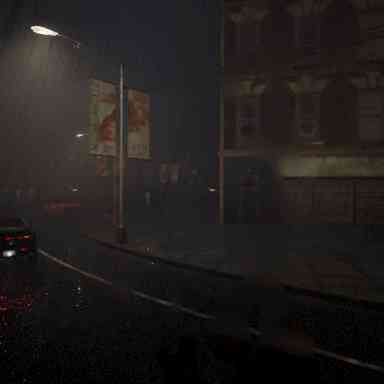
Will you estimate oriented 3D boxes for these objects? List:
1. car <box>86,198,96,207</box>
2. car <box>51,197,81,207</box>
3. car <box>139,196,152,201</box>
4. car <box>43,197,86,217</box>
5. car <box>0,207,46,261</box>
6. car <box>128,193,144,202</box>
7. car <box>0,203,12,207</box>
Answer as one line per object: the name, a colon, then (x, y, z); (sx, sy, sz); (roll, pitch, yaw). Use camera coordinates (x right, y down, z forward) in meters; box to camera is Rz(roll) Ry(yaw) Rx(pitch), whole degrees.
car: (-16.235, 1.590, 50.028); (1.812, 1.442, 4.674); (0, 0, 13)
car: (-19.462, 1.564, 51.571); (1.837, 1.490, 4.892); (0, -1, 13)
car: (-12.930, 1.773, 92.676); (1.895, 1.301, 4.718); (0, 0, 13)
car: (-12.450, 1.387, 32.311); (2.097, 1.767, 4.553); (0, 0, 3)
car: (-6.724, 1.511, 11.527); (1.837, 1.490, 4.892); (-1, 1, -37)
car: (-14.576, 1.383, 85.467); (2.435, 2.045, 5.566); (0, 0, 13)
car: (-16.104, 1.613, 27.906); (1.895, 1.301, 4.718); (0, 0, -4)
